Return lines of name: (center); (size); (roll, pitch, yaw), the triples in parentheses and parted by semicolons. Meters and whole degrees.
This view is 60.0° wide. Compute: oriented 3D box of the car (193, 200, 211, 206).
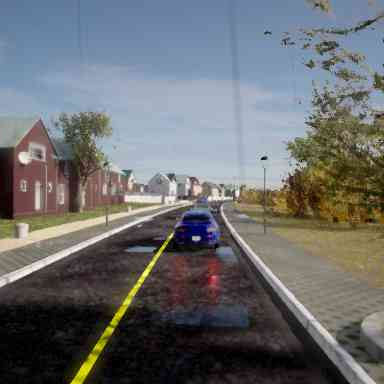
car: (0.898, 1.663, 29.569); (1.895, 1.301, 4.718); (0, 0, 3)

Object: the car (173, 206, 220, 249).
car: (0.224, 1.549, 14.596); (1.812, 1.442, 4.674); (0, 0, 2)

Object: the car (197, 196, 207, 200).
car: (2.164, 1.674, 69.661); (1.882, 1.535, 5.008); (0, 0, 8)
